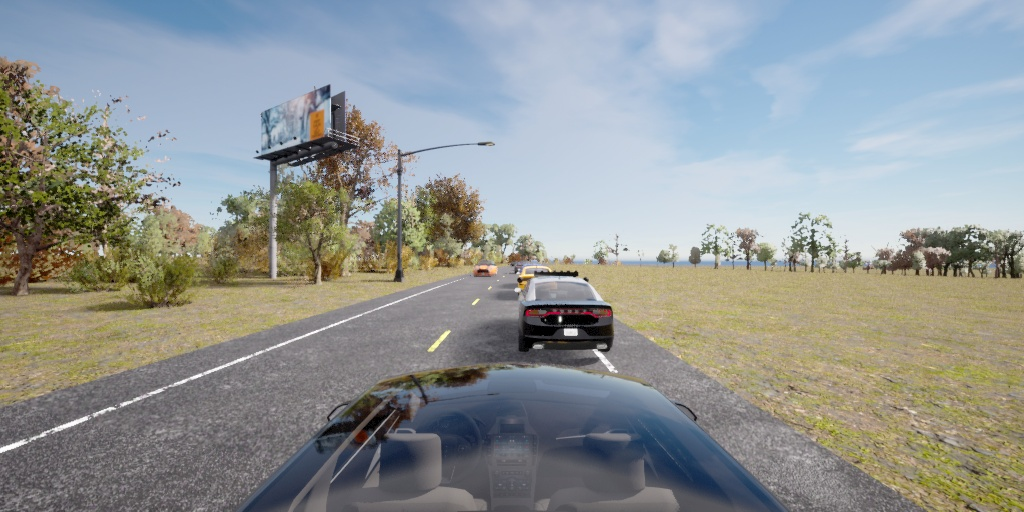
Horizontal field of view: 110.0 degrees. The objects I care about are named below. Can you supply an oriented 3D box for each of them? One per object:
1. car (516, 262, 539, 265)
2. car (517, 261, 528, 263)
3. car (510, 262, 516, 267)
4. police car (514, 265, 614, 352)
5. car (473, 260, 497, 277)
[{"bbox_3d":[1.263,1.267,18.934,1.882,1.535,5.008,0,0,1],"label":"car"},{"bbox_3d":[1.425,1.295,24.912,1.882,1.535,5.008,0,0,2],"label":"car"},{"bbox_3d":[1.331,1.466,45.932,2.128,1.511,4.902,0,0,4],"label":"car"},{"bbox_3d":[1.093,1.184,9.079,1.930,1.638,5.238,0,0,1],"label":"police car"},{"bbox_3d":[-2.724,1.255,37.349,2.097,1.767,4.553,0,0,3],"label":"car"}]
